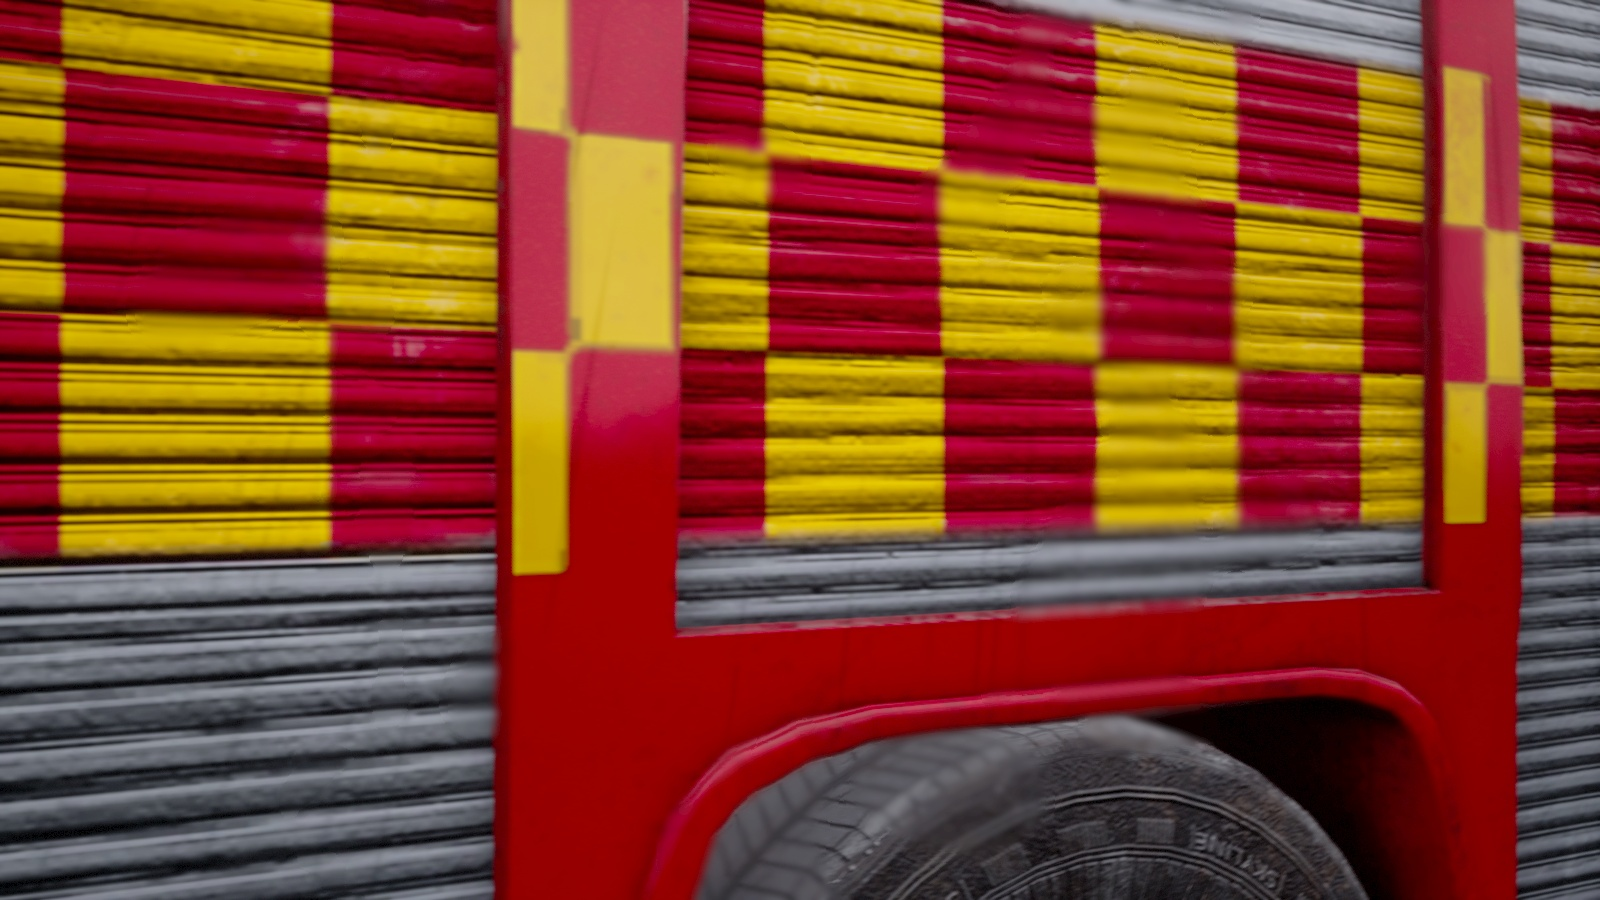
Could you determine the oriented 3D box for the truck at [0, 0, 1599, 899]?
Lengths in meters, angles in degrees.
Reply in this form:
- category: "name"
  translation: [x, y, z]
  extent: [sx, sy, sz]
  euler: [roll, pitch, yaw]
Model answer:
- category: "truck"
  translation: [-2.535, -0.400, 1.812]
  extent: [8.468, 3.827, 2.891]
  euler: [0, 0, -24]
